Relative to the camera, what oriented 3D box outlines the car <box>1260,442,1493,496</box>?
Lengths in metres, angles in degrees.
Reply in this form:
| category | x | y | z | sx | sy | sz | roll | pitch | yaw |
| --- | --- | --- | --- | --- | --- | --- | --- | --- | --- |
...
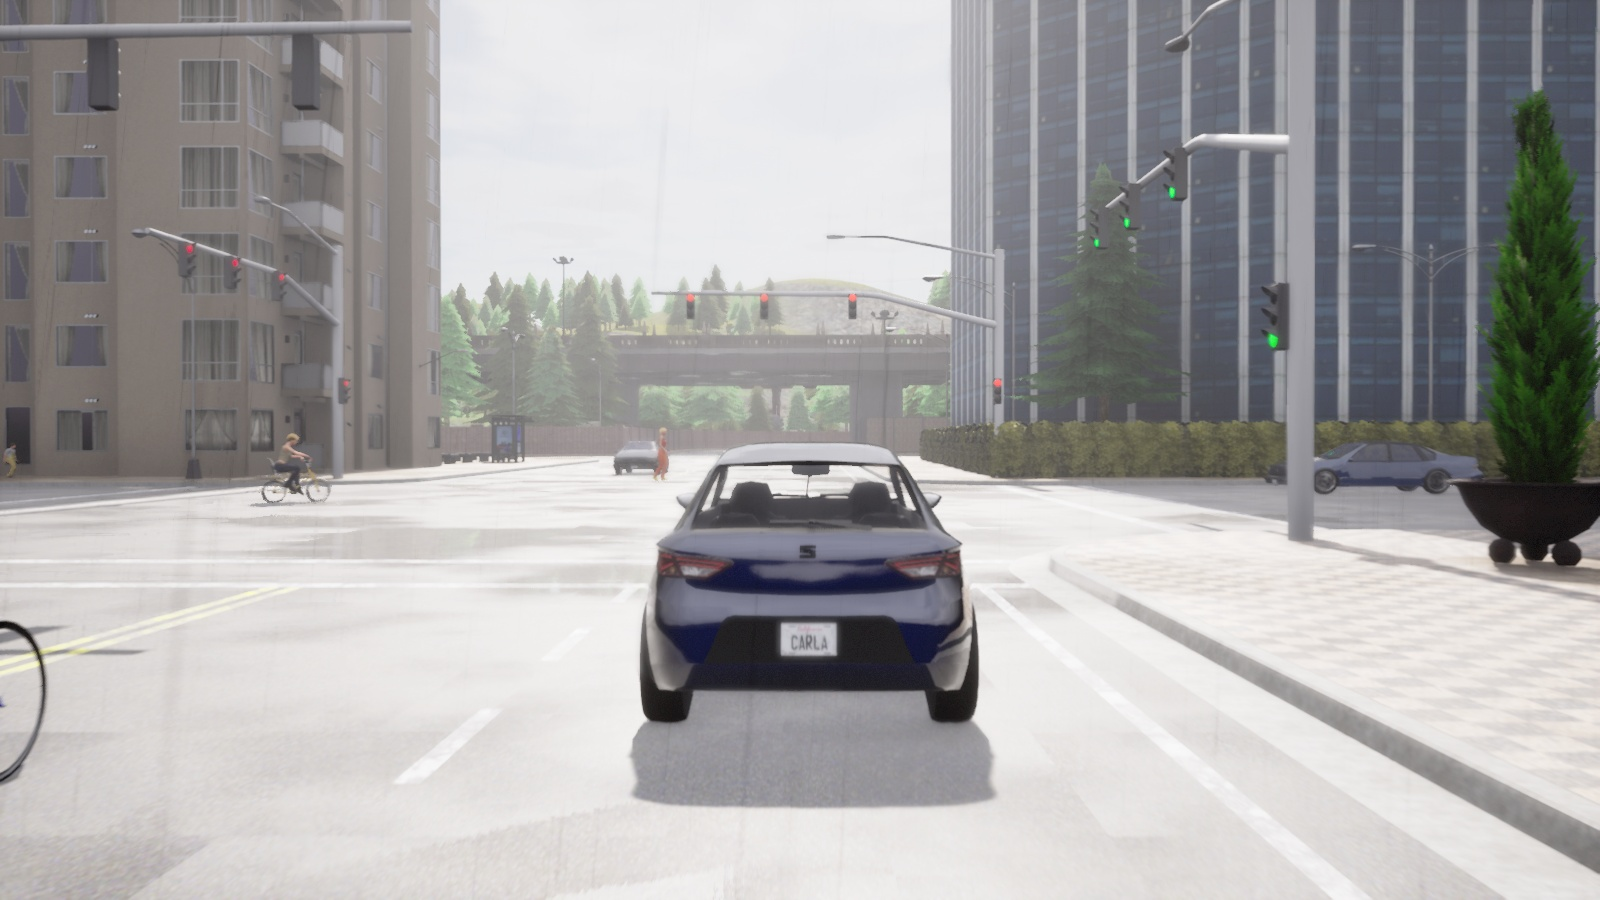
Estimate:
| category | x | y | z | sx | sy | sz | roll | pitch | yaw |
| --- | --- | --- | --- | --- | --- | --- | --- | --- | --- |
| car | 15.532 | 0.496 | 34.032 | 5.357 | 1.411 | 2.033 | 0 | 1 | 0 |

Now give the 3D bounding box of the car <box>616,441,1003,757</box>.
| category | x | y | z | sx | sy | sz | roll | pitch | yaw |
| --- | --- | --- | --- | --- | --- | --- | --- | --- | --- |
| car | 0.057 | 0.687 | 8.000 | 1.816 | 1.474 | 4.193 | 0 | 1 | 0 |

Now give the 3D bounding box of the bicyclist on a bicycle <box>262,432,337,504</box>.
| category | x | y | z | sx | sy | sz | roll | pitch | yaw |
| --- | --- | --- | --- | --- | --- | --- | --- | --- | --- |
| bicyclist on a bicycle | -11.542 | 0.409 | 28.950 | 1.509 | 1.612 | 0.866 | 0 | -1 | -29 |

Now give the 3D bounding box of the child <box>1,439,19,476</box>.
| category | x | y | z | sx | sy | sz | roll | pitch | yaw |
| --- | --- | --- | --- | --- | --- | --- | --- | --- | --- |
| child | -27.141 | 0.270 | 43.162 | 0.437 | 1.263 | 0.270 | 0 | 1 | 1 |

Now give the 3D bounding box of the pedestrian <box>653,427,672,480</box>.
| category | x | y | z | sx | sy | sz | roll | pitch | yaw |
| --- | --- | --- | --- | --- | --- | --- | --- | --- | --- |
| pedestrian | -4.724 | 0.123 | 43.210 | 0.594 | 1.836 | 0.345 | 0 | 1 | 6 |

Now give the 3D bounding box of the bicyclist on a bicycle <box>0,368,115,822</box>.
| category | x | y | z | sx | sy | sz | roll | pitch | yaw |
| --- | --- | --- | --- | --- | --- | --- | --- | --- | --- |
| bicyclist on a bicycle | -3.460 | 0.570 | 4.803 | 0.659 | 1.776 | 1.843 | 0 | 1 | 0 |

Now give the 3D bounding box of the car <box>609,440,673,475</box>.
| category | x | y | z | sx | sy | sz | roll | pitch | yaw |
| --- | --- | --- | --- | --- | --- | --- | --- | --- | --- |
| car | -6.704 | 0.301 | 53.492 | 2.033 | 1.411 | 5.357 | 0 | 1 | 0 |
